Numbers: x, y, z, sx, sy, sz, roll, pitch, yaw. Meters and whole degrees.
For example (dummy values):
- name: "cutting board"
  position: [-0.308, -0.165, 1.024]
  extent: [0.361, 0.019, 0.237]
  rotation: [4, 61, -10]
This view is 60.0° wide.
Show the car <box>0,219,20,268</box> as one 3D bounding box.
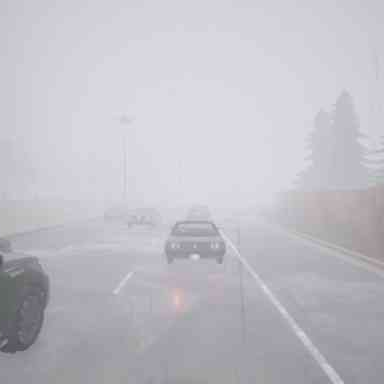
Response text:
- name: "car"
  position: [-6.899, 1.612, 8.687]
  extent: [2.033, 1.411, 5.357]
  rotation: [0, 0, 0]

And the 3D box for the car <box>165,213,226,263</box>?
- name: "car"
  position: [0.100, 1.693, 12.333]
  extent: [1.895, 1.301, 4.718]
  rotation: [0, 0, 0]

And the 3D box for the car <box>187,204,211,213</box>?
- name: "car"
  position: [0.661, 1.785, 29.619]
  extent: [1.994, 1.385, 4.181]
  rotation: [0, 0, 5]

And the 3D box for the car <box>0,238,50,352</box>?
- name: "car"
  position: [-3.404, 1.244, 3.095]
  extent: [2.150, 2.045, 5.566]
  rotation: [0, -1, 0]

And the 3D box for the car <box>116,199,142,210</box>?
- name: "car"
  position: [-9.534, 1.882, 50.653]
  extent: [1.837, 1.490, 4.892]
  rotation: [0, -1, 17]

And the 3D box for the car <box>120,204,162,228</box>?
- name: "car"
  position: [-3.285, 1.724, 23.659]
  extent: [2.033, 1.411, 5.357]
  rotation: [0, 0, 2]

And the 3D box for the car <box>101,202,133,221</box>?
- name: "car"
  position: [-6.355, 1.784, 29.642]
  extent: [1.994, 1.385, 4.181]
  rotation: [0, 0, 5]

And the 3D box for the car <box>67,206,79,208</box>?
- name: "car"
  position: [-16.923, 1.936, 50.251]
  extent: [1.994, 1.385, 4.181]
  rotation: [0, 0, 15]

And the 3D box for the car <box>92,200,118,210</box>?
- name: "car"
  position: [-13.196, 1.939, 50.599]
  extent: [1.994, 1.385, 4.181]
  rotation: [0, 0, 16]
